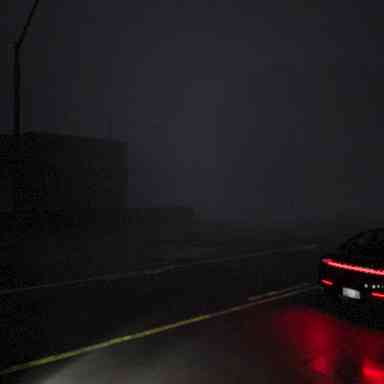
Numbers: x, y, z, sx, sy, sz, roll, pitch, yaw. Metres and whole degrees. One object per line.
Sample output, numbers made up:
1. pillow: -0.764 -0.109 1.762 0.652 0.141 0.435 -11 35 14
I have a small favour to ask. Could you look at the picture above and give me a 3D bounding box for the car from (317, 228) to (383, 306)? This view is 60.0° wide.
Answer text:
1. car: 4.685 1.516 7.078 4.902 1.511 2.128 0 0 -36
